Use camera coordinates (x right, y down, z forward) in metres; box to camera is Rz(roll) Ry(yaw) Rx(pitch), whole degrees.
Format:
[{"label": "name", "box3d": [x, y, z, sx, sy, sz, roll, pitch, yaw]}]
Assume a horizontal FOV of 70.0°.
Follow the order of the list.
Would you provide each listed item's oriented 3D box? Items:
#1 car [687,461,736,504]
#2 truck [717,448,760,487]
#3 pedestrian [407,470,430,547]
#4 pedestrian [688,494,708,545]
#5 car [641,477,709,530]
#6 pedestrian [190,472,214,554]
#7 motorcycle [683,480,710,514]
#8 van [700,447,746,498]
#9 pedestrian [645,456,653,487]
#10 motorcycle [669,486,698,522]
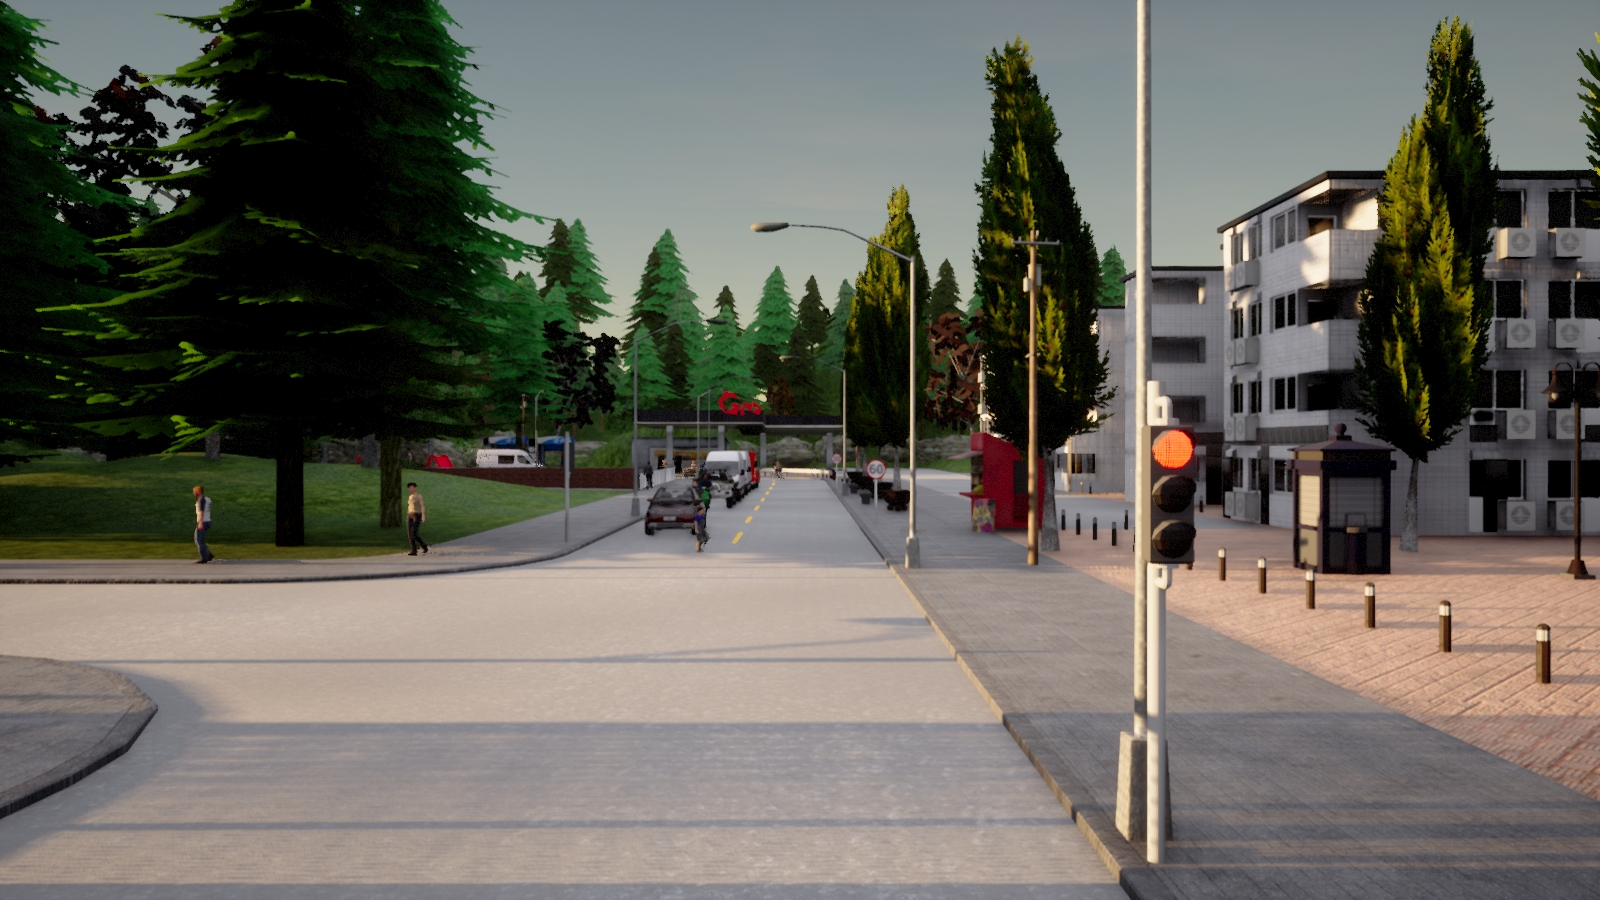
[{"label": "car", "box3d": [-4.052, 1.481, 53.088, 1.932, 1.855, 4.605, 0, 0, 0]}, {"label": "truck", "box3d": [-4.021, 1.120, 75.251, 2.627, 2.467, 5.204, 0, 0, -1]}, {"label": "pedestrian", "box3d": [-9.418, 1.438, 28.193, 0.375, 1.860, 0.375, 0, 0, 31]}, {"label": "pedestrian", "box3d": [-2.684, 1.815, 30.015, 0.375, 1.300, 0.375, 0, 0, 28]}, {"label": "car", "box3d": [-4.004, 1.692, 36.997, 1.789, 1.549, 3.705, 0, 0, 0]}, {"label": "pedestrian", "box3d": [-13.677, 1.442, 26.136, 0.375, 1.860, 0.375, 0, 0, -3]}, {"label": "motorcycle", "box3d": [-3.993, 1.826, 44.253, 0.856, 1.236, 1.805, 0, 0, 0]}, {"label": "van", "box3d": [-3.997, 1.131, 60.153, 1.988, 2.561, 5.915, 0, 0, 0]}, {"label": "pedestrian", "box3d": [-9.288, 1.311, 70.321, 0.375, 1.860, 0.375, 0, 0, 9]}, {"label": "motorcycle", "box3d": [-4.022, 1.870, 39.736, 0.803, 1.145, 2.033, 0, 0, 0]}]
